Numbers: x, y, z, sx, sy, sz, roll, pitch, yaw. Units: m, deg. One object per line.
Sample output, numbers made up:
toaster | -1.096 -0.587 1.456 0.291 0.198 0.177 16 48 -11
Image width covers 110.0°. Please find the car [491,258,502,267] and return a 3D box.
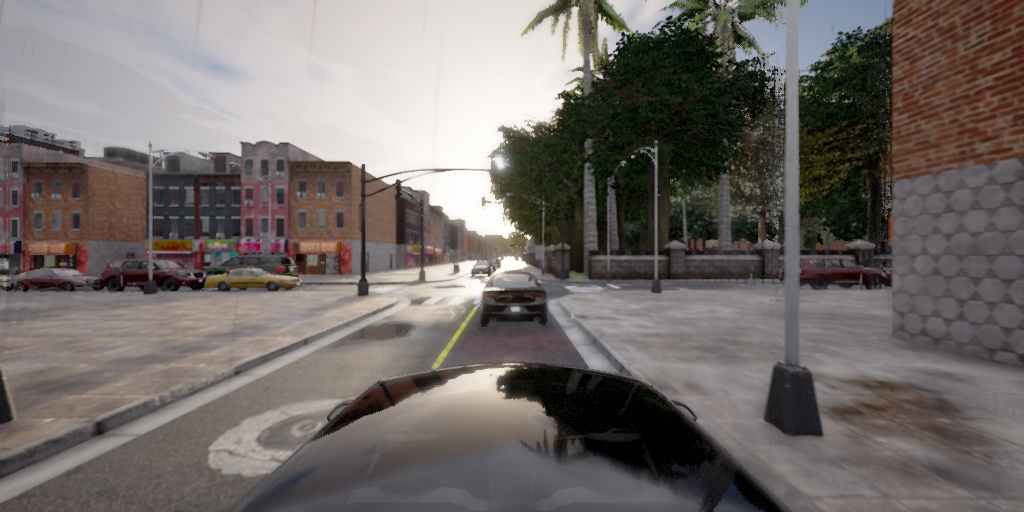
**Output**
car | -2.763 1.159 64.522 1.812 1.442 4.674 0 0 0

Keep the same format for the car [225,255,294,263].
car | -16.876 0.961 23.070 5.566 2.045 2.150 0 0 -2

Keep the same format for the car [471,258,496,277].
car | -2.863 1.210 35.100 1.812 1.442 4.674 0 0 0

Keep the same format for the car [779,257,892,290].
car | 17.997 0.975 20.277 5.009 1.841 2.192 0 0 0

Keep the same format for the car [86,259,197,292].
car | -20.064 1.066 20.225 5.009 1.841 2.192 0 0 0

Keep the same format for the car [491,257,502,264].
car | -2.801 1.002 54.259 2.097 1.767 4.553 0 0 1

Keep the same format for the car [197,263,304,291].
car | -14.442 1.263 20.232 4.829 1.417 1.751 0 0 0

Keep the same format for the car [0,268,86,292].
car | -25.516 1.348 20.217 4.207 1.307 1.802 0 0 0

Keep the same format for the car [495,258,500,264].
car | -2.846 1.269 44.184 1.895 1.301 4.718 0 0 0

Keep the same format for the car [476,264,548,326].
car | -0.030 1.205 11.688 1.882 1.535 5.008 0 0 -3

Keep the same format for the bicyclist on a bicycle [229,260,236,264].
bicyclist on a bicycle | -20.147 1.046 25.868 0.582 1.620 1.656 0 0 0
